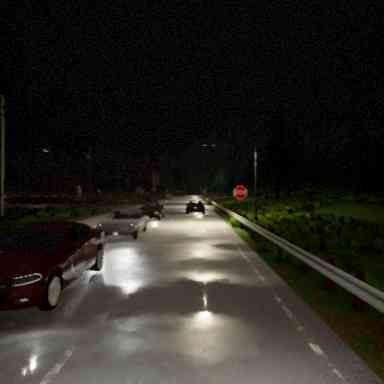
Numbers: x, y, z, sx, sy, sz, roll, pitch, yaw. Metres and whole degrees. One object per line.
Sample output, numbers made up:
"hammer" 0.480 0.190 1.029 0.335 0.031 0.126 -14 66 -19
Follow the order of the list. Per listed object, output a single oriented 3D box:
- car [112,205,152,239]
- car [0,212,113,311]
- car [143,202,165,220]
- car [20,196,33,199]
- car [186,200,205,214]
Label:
"car" -3.457 1.582 17.342 1.895 1.301 4.718 0 0 0
"car" -3.541 1.465 8.010 1.882 1.535 5.008 0 0 0
"car" -3.330 1.522 28.017 2.033 1.411 5.357 0 0 1
"car" -31.762 1.413 63.738 1.784 1.438 3.905 0 0 0
"car" 0.361 1.542 35.188 1.994 1.385 4.181 0 0 1
